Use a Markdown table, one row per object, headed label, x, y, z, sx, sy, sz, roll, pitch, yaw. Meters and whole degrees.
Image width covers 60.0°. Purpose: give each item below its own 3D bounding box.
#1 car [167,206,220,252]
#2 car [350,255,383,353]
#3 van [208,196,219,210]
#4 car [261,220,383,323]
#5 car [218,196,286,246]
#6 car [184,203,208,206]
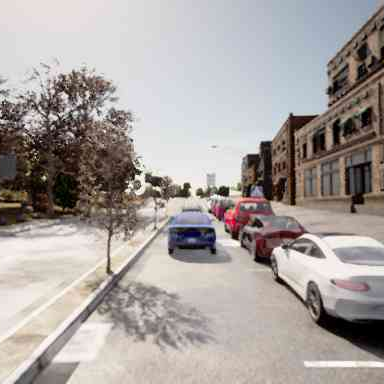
| label | x | y | z | sx | sy | sz | roll | pitch | yaw |
| --- | --- | --- | --- | --- | --- | --- | --- | --- | --- |
| car | 0.005 | 1.610 | 14.503 | 1.882 | 1.535 | 5.008 | 0 | 0 | 0 |
| car | 3.049 | 1.527 | 1.674 | 2.163 | 1.488 | 4.792 | 0 | -1 | 0 |
| van | 3.048 | 1.538 | 35.043 | 1.878 | 1.987 | 4.442 | 0 | 0 | 0 |
| car | 3.050 | 1.589 | 7.190 | 2.002 | 1.452 | 4.674 | 0 | -1 | 0 |
| car | 3.049 | 1.392 | 18.316 | 2.435 | 2.045 | 5.566 | 0 | 0 | 0 |
| car | 0.003 | 1.739 | 29.344 | 2.128 | 1.511 | 4.902 | 0 | 0 | 0 |
